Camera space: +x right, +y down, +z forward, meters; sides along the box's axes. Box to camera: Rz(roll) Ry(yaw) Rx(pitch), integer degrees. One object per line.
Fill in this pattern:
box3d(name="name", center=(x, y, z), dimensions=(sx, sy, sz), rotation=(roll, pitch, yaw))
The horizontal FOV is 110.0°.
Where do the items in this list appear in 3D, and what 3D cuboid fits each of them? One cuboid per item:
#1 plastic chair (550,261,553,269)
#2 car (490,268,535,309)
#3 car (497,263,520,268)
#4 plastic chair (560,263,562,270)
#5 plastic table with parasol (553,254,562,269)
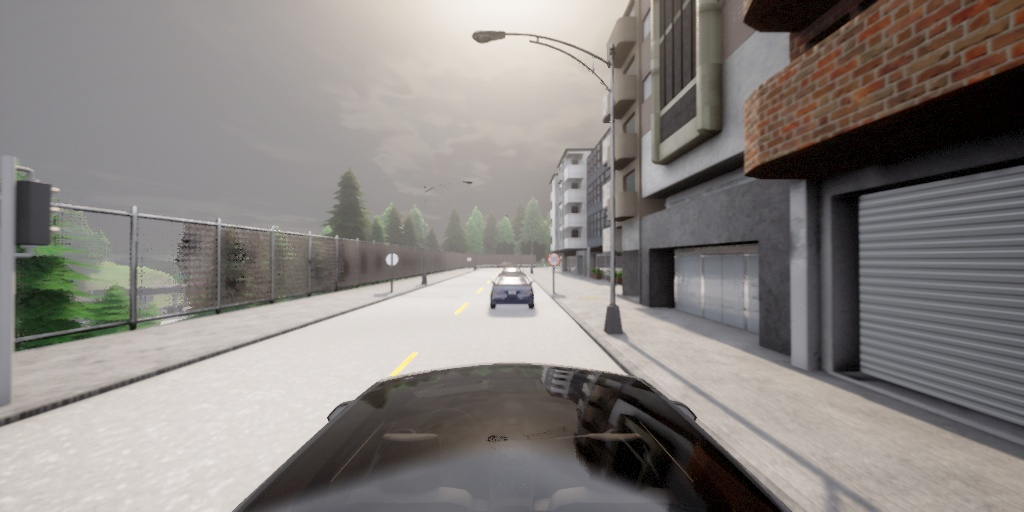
box3d(name="plastic chair", center=(7.796, 1.878, 64.856), dimensions=(0.730, 1.272, 0.750), rotation=(0, 0, 10))
box3d(name="car", center=(0.008, 1.431, 15.842), dimensions=(2.033, 1.411, 5.357), rotation=(0, -1, 0))
box3d(name="car", center=(0.016, 1.573, 30.841), dimensions=(2.033, 1.411, 5.357), rotation=(0, -1, 0))
box3d(name="plastic chair", center=(9.286, 1.862, 63.236), dimensions=(0.750, 1.272, 0.730), rotation=(0, 0, 10))
box3d(name="plastic table with parasol", center=(9.275, 1.272, 64.666), dimensions=(2.482, 2.480, 2.482), rotation=(0, 0, 0))
